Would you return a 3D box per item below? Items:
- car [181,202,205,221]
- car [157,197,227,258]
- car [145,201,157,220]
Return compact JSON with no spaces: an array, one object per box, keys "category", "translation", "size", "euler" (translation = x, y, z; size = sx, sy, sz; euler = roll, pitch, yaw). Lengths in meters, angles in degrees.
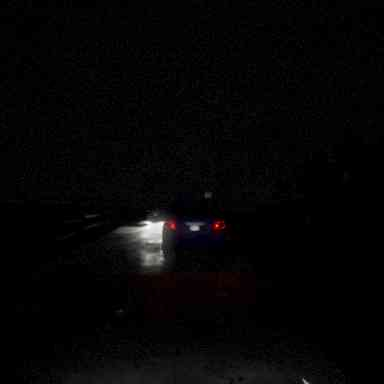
[{"category":"car","translation":[0.106,1.601,28.270],"size":[1.895,1.301,4.718],"euler":[0,0,0]},{"category":"car","translation":[0.095,1.216,12.933],"size":[2.150,2.045,5.566],"euler":[0,0,0]},{"category":"car","translation":[-2.808,1.492,28.234],"size":[2.128,1.511,4.902],"euler":[0,0,0]}]
